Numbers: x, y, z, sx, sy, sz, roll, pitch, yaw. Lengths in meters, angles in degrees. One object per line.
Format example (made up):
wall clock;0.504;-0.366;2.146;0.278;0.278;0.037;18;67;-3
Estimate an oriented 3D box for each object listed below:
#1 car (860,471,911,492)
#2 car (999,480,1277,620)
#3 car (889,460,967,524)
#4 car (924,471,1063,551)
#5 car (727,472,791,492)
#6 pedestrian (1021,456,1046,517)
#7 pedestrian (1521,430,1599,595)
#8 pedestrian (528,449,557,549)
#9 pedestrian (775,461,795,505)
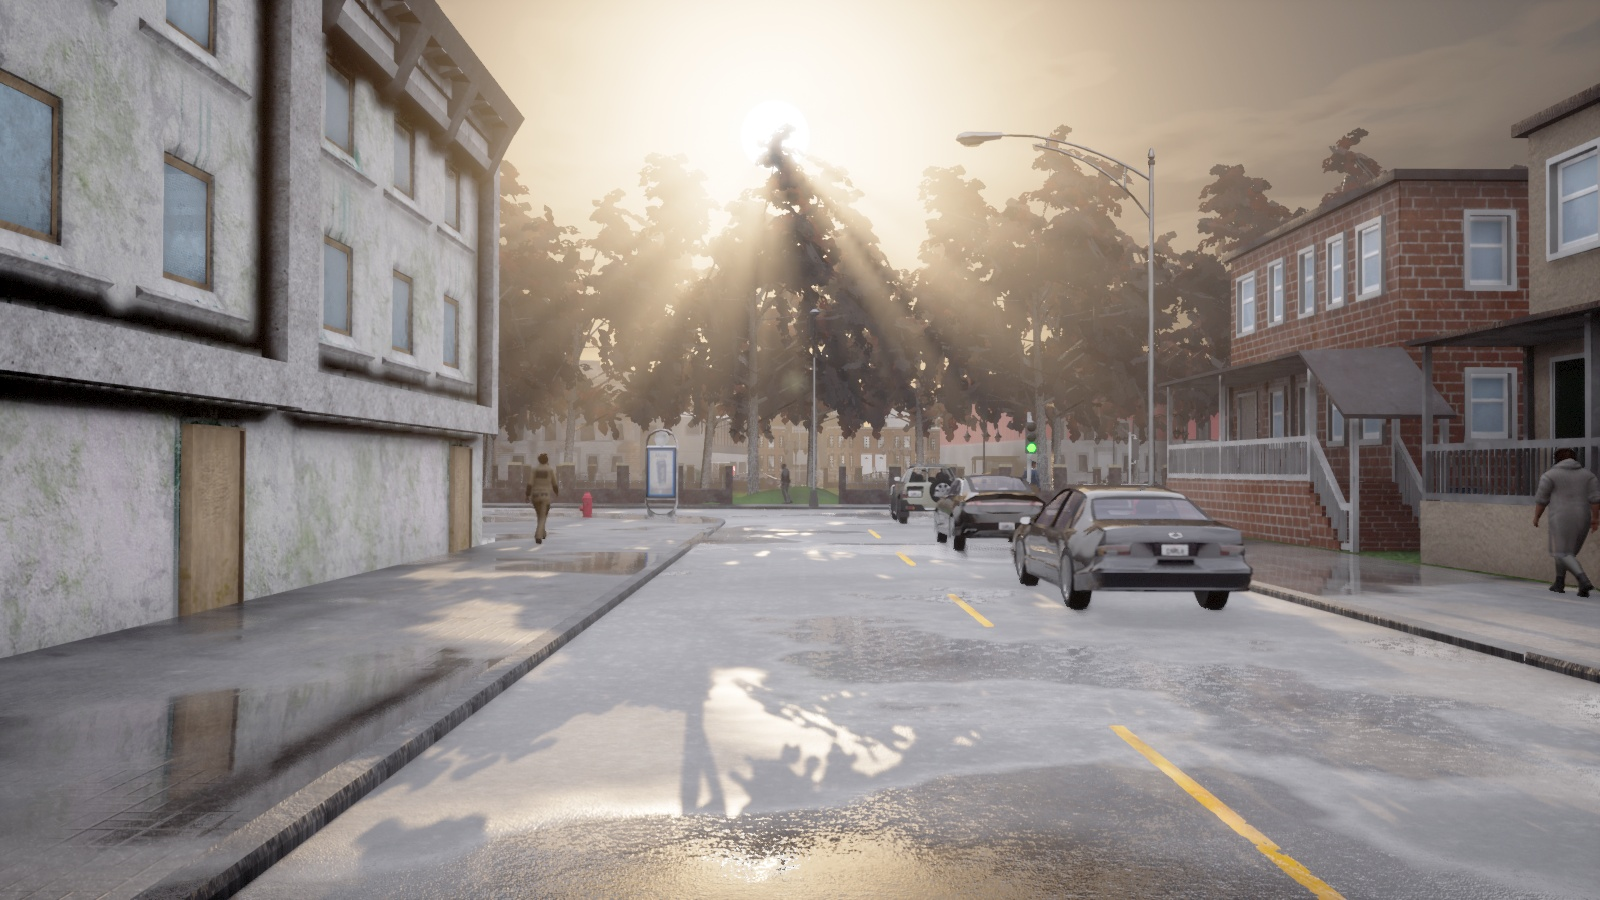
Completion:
car;6.412;2.351;94.551;3.705;1.549;1.789;0;-1;0
car;3.954;1.111;15.790;2.033;1.411;5.357;0;-1;0
car;3.894;1.268;38.912;1.932;1.855;4.605;0;-1;0
car;3.923;1.198;26.344;2.128;1.511;4.902;0;-1;0
car;-3.044;2.410;94.516;4.792;1.488;2.163;0;-1;0
pedestrian;7.525;1.167;40.454;0.423;1.949;0.788;-1;-1;44
pedestrian;9.332;0.742;15.229;0.659;1.952;0.873;0;-1;0
pedestrian;-5.070;0.959;24.754;0.396;1.930;0.692;0;-1;2
pedestrian;-0.637;1.441;54.598;0.849;1.883;0.563;0;-1;0
